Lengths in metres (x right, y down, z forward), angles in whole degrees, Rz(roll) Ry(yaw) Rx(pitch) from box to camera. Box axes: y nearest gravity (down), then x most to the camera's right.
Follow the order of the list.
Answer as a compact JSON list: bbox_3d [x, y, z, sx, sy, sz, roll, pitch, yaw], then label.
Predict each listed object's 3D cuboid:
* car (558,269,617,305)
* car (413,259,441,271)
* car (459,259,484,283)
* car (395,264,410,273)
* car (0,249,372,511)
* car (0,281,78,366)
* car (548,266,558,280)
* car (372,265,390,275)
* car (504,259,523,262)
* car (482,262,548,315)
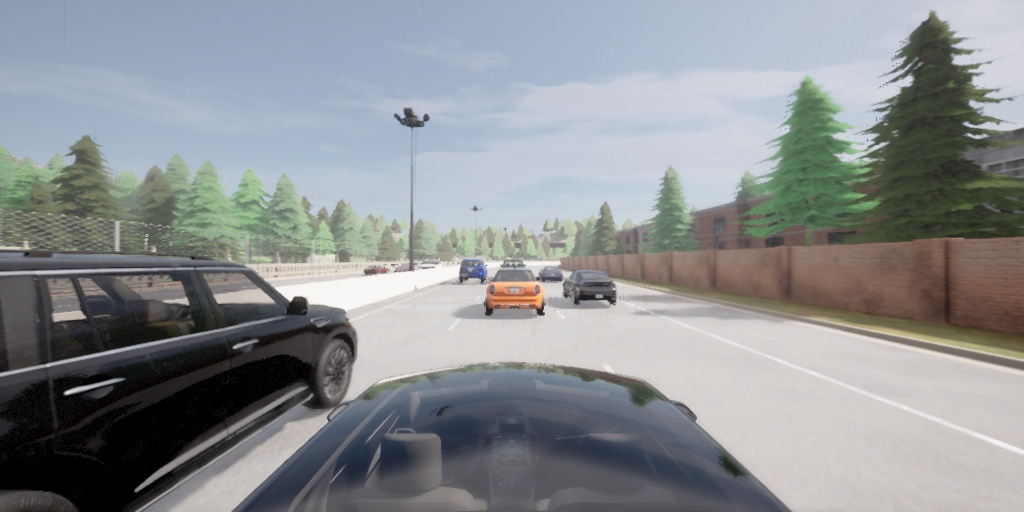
[{"bbox_3d":[3.598,1.427,17.225,1.837,1.490,4.892,0,0,0],"label":"car"},{"bbox_3d":[-10.586,1.460,46.313,2.150,2.045,5.566,0,-1,0],"label":"car"},{"bbox_3d":[-3.407,1.307,32.187,2.150,2.045,5.566,0,0,0],"label":"car"},{"bbox_3d":[-14.073,1.779,47.695,1.812,1.442,4.674,0,-1,0],"label":"car"},{"bbox_3d":[-3.400,0.988,3.077,2.150,2.045,5.566,0,0,0],"label":"car"},{"bbox_3d":[-10.601,1.282,5.421,2.128,1.511,4.902,0,-1,0],"label":"car"},{"bbox_3d":[3.598,1.668,33.878,1.994,1.385,4.181,0,-1,0],"label":"car"},{"bbox_3d":[-17.577,1.844,46.759,1.895,1.301,4.718,0,-1,0],"label":"car"},{"bbox_3d":[0.098,1.306,32.064,2.150,2.045,5.566,0,0,0],"label":"car"},{"bbox_3d":[0.098,1.241,14.472,2.097,1.767,4.553,0,-1,0],"label":"car"}]
